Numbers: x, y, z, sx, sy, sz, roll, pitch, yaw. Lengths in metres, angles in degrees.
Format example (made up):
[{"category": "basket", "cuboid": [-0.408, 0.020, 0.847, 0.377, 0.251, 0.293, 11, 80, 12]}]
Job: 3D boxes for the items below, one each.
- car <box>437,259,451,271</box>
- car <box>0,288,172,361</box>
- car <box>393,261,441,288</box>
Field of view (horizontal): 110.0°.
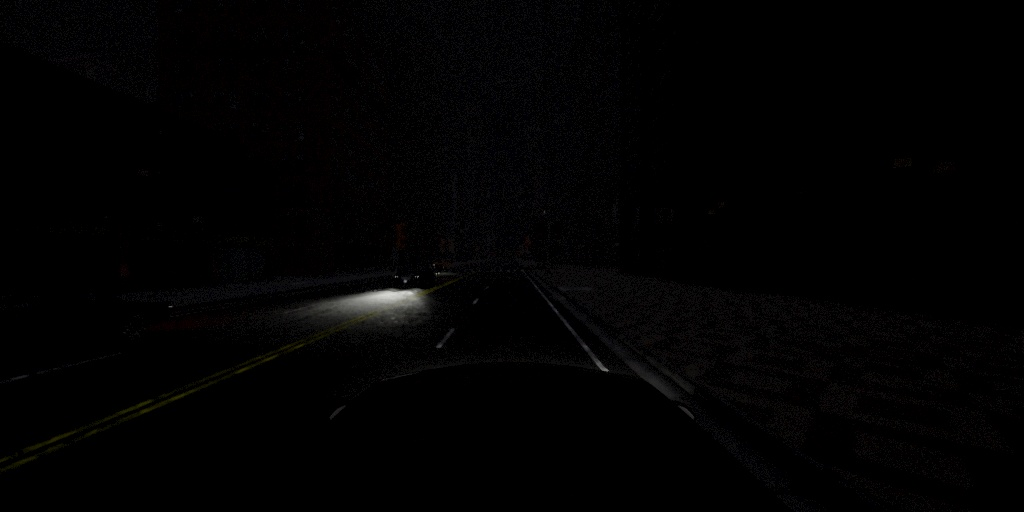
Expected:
[{"category": "car", "cuboid": [-9.755, 1.182, 50.386, 1.882, 1.535, 5.008, 0, 0, 0]}, {"category": "car", "cuboid": [-9.850, 1.368, 7.122, 1.895, 1.301, 4.718, 0, 0, 0]}, {"category": "car", "cuboid": [-6.602, 1.312, 24.615, 2.128, 1.511, 4.902, 0, 0, 0]}]
